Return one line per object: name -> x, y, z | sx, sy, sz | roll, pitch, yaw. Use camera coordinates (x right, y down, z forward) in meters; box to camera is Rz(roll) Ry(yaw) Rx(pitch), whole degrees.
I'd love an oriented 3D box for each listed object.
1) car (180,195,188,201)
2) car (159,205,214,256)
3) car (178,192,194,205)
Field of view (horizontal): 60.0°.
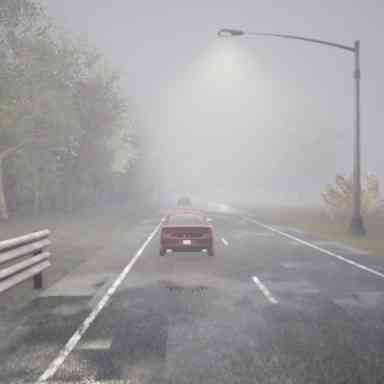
car -> -2.053, 1.486, 89.650 | 2.128, 1.511, 4.902 | 0, 0, -1
car -> -0.225, 1.482, 13.279 | 1.882, 1.535, 5.008 | 0, 0, -1
car -> -1.215, 1.345, 54.625 | 2.097, 1.767, 4.553 | 0, 0, -1
